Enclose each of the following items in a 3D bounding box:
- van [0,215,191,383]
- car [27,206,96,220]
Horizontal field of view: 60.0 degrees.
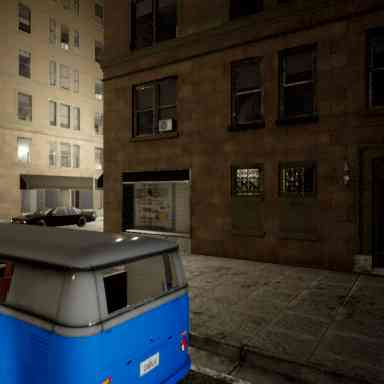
[{"bbox_3d":[-1.937,1.341,4.067,3.998,1.788,1.690,0,0,33],"label":"van"},{"bbox_3d":[-8.757,1.627,21.480,2.033,1.411,5.357,0,0,33],"label":"car"}]
